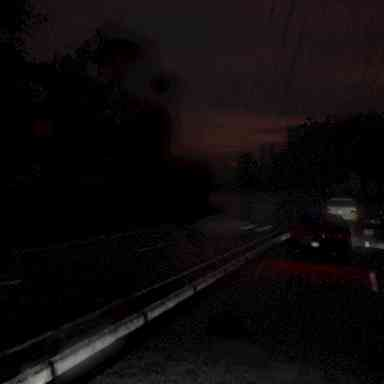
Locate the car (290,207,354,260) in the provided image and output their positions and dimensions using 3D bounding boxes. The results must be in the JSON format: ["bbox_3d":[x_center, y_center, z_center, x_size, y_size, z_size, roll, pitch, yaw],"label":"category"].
[{"bbox_3d":[5.207,1.591,13.218,1.882,1.535,5.008,0,0,27],"label":"car"}]

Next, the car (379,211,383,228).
[{"bbox_3d":[14.320,1.754,23.414,2.033,1.411,5.357,0,0,31],"label":"car"}]

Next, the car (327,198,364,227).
[{"bbox_3d":[11.543,1.432,25.105,2.150,2.045,5.566,0,0,31],"label":"car"}]
